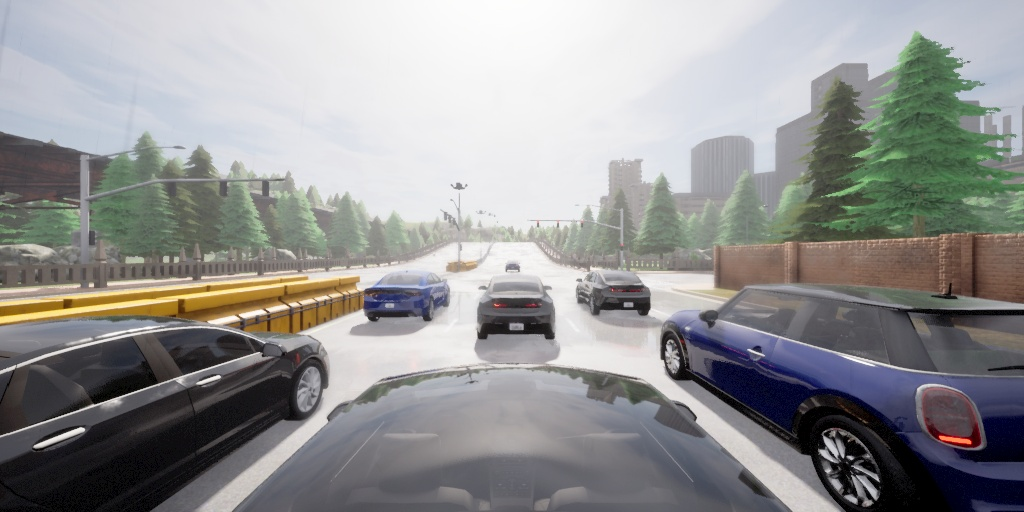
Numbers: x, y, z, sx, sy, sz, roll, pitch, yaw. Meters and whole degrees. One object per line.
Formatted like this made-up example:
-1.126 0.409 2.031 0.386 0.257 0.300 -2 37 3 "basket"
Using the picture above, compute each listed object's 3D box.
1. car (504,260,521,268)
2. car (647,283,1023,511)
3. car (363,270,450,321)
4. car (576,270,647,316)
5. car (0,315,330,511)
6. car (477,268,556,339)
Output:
0.080 1.276 46.256 1.812 1.442 4.674 0 0 0 "car"
3.601 1.102 4.370 2.097 1.767 4.553 0 0 0 "car"
-3.401 1.228 12.444 1.882 1.535 5.008 0 0 0 "car"
3.617 1.255 13.454 1.837 1.490 4.892 0 0 1 "car"
-3.400 1.255 2.951 1.837 1.490 4.892 0 0 0 "car"
0.098 1.255 10.021 1.837 1.490 4.892 0 0 0 "car"
